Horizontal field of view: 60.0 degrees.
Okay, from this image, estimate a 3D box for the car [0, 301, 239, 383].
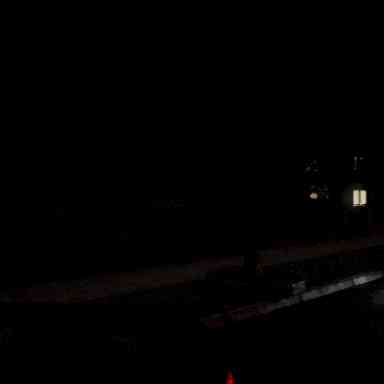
[{"bbox_3d":[-1.748,1.526,1.814,4.674,1.442,1.812,0,0,-35],"label":"car"}]
